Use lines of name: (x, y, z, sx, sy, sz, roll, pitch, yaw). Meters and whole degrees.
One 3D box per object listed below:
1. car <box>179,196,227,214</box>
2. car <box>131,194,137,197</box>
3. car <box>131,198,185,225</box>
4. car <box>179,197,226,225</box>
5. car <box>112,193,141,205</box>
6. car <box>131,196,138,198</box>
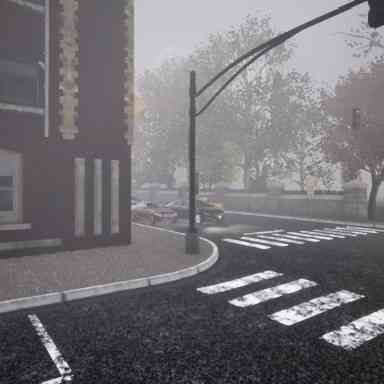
car: (0.934, 1.129, 30.532, 1.752, 1.417, 4.829, 1, 0, -36)
car: (-5.705, 1.029, 29.816, 1.837, 1.490, 4.892, 0, 1, -36)
car: (-2.523, 1.257, 21.004, 1.802, 1.307, 4.206, 2, 0, -36)
car: (0.145, 1.207, 21.668, 1.837, 1.490, 4.892, 0, 1, -39)
car: (-8.693, 0.864, 43.860, 2.008, 1.369, 4.403, 1, 0, -36)
car: (-5.764, 1.158, 25.492, 1.802, 1.307, 4.206, 2, 0, -36)
